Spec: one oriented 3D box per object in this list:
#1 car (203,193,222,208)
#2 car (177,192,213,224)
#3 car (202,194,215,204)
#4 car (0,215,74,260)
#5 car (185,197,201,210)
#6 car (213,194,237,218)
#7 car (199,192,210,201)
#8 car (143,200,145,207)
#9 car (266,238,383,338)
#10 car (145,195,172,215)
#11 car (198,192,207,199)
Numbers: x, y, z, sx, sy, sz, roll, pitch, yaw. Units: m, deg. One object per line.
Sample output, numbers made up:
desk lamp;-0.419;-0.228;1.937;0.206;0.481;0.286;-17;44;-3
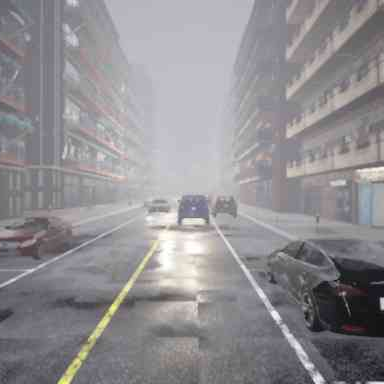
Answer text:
car;2.728;1.125;45.532;2.192;1.841;5.009;1;0;0
car;0.107;1.122;23.928;2.150;2.045;5.566;0;1;0
car;2.731;1.205;56.669;1.967;1.590;4.097;1;0;0
car;-5.674;1.530;12.164;1.802;1.307;4.206;1;0;0
car;0.101;1.356;40.410;1.812;1.442;4.674;0;0;0
car;2.718;1.193;28.829;2.192;1.841;5.009;1;0;0
car;2.743;1.015;73.373;2.192;1.841;5.009;1;0;0
car;-5.656;1.361;45.571;2.008;1.369;4.403;1;0;0
car;2.703;1.537;6.558;1.947;1.339;4.313;1;0;0
car;-3.078;1.342;32.240;1.882;1.535;5.008;0;0;0
car;2.752;0.951;90.076;2.192;1.841;5.009;1;0;0
